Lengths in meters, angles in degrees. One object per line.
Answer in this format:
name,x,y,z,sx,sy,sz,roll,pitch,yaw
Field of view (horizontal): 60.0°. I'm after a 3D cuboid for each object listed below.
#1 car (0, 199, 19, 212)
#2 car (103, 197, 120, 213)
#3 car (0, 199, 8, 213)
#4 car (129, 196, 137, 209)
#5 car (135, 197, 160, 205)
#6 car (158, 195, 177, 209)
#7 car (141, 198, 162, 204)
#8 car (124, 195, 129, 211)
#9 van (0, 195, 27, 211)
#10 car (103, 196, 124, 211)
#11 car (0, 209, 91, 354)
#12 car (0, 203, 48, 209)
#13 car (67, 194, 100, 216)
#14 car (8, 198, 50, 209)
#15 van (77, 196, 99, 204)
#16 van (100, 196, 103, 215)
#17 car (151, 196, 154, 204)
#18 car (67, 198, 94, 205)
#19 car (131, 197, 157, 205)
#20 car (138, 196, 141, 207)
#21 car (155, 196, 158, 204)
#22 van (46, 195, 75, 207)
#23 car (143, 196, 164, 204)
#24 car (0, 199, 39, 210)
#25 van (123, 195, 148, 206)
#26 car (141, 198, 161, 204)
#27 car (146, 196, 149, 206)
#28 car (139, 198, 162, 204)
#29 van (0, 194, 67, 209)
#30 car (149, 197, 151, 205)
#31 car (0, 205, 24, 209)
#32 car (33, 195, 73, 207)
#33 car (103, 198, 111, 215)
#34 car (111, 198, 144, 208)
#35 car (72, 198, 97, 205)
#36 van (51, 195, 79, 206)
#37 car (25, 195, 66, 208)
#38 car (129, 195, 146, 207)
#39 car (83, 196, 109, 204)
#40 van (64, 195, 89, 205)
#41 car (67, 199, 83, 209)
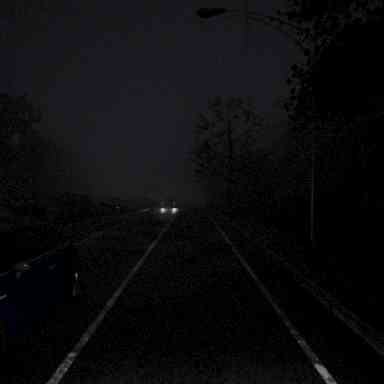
car,-23.379,1.606,39.387,4.674,1.452,2.002,0,-1,0
car,-10.299,1.498,33.706,5.008,1.535,2.097,0,-1,0
car,-23.377,1.532,36.617,5.008,1.535,2.097,0,-1,0
car,-10.114,1.596,42.034,5.366,1.575,1.946,0,-1,0
car,-10.091,2.036,75.214,5.366,1.575,1.946,0,-1,0
car,-3.348,1.534,49.180,2.097,1.767,4.553,0,-1,0
car,-10.455,2.267,86.437,5.366,1.575,1.946,0,-1,0
car,-10.270,1.439,39.259,4.553,1.767,2.185,0,-1,0
van,-23.496,1.372,42.034,4.442,1.987,1.878,0,-1,0
car,-10.272,1.406,36.483,4.553,1.767,2.185,0,-1,0
car,-3.349,1.328,5.081,2.097,1.767,4.553,0,0,0
car,-10.319,1.455,17.069,4.674,1.452,2.002,0,0,0
car,-10.339,1.146,25.381,5.566,2.045,2.435,0,-1,0
car,-23.370,1.666,47.697,5.008,1.535,2.097,0,-1,0
van,-23.473,1.813,75.268,4.442,1.987,1.878,0,-1,0
van,-10.192,1.205,28.156,4.442,1.987,1.878,0,-1,0
car,-10.314,1.897,64.242,4.792,1.488,2.163,0,-1,0
car,-23.389,1.973,69.854,4.792,1.488,2.163,0,-1,0
car,-10.464,1.986,72.561,5.366,1.575,1.946,0,-1,0
car,-10.302,1.667,47.586,4.892,1.521,2.231,0,-1,0
car,-10.274,1.944,69.794,4.892,1.521,2.231,0,-1,0
van,-23.251,1.574,58.780,4.442,1.987,1.878,0,-1,0
car,-10.296,2.076,89.218,5.566,2.045,2.435,0,-1,0
car,-23.380,1.671,44.802,4.674,1.452,2.002,0,-1,0
van,-10.403,1.608,61.468,4.442,1.987,1.878,0,-1,0
car,-10.277,2.213,83.661,4.892,1.521,2.231,0,-1,0
car,-10.261,1.796,55.913,4.792,1.488,2.163,0,-1,0
car,-10.087,2.151,80.886,5.366,1.575,1.946,0,-1,0
van,-10.198,1.178,19.844,4.442,1.987,1.878,0,0,0
car,-10.259,1.830,58.689,4.792,1.488,2.163,0,-1,0
car,-10.288,1.456,14.292,4.792,1.488,2.163,0,0,0
car,-23.341,1.515,56.011,5.566,2.045,2.435,0,-1,0
car,-10.309,1.504,30.929,4.674,1.452,2.002,0,-1,0
car,-10.263,1.763,53.137,4.792,1.488,2.163,0,-1,0
car,-23.387,2.016,72.493,4.792,1.488,2.163,0,-1,0
van,-23.482,1.608,61.550,4.442,1.987,1.878,0,-1,0
car,-23.343,1.482,53.241,5.566,2.045,2.435,0,-1,0
car,-10.108,1.696,50.361,5.366,1.575,1.946,0,-1,0
car,-23.381,1.903,80.931,5.566,2.045,2.435,0,-1,0
van,-23.254,1.678,67.105,4.442,1.987,1.878,0,-1,0
car,-10.342,1.423,22.627,4.792,1.488,2.163,0,0,0
